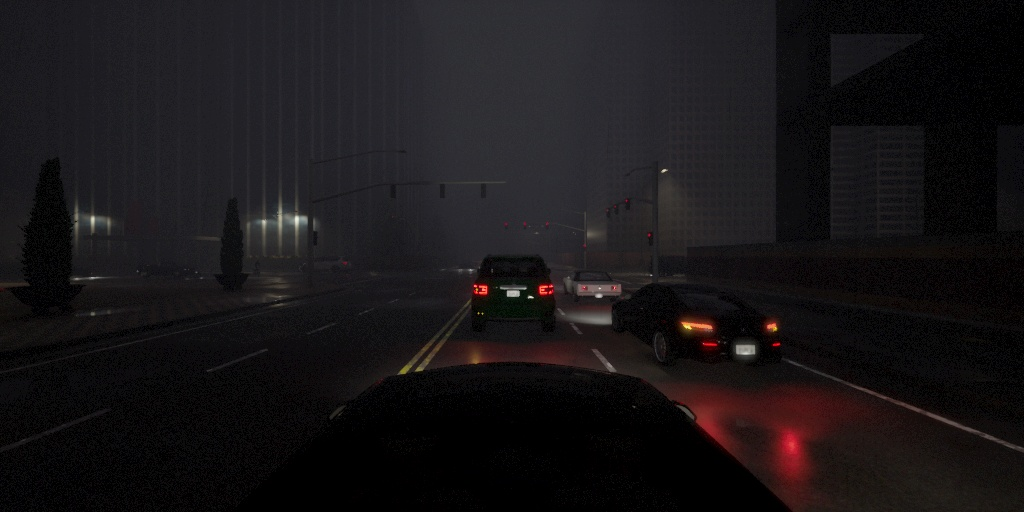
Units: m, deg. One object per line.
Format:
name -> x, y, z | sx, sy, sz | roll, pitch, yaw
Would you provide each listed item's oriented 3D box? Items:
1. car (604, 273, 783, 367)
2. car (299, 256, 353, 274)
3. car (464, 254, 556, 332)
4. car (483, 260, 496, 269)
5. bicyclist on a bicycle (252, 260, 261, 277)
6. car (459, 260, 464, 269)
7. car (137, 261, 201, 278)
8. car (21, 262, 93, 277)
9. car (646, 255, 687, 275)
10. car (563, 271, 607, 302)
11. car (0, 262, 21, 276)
car -> 3.589, 1.276, 7.814 | 1.812, 1.442, 4.674 | 0, 0, 0
car -> -20.725, 0.971, 40.108 | 5.566, 2.045, 2.150 | 0, 0, 2
car -> 0.058, 0.971, 11.057 | 2.150, 2.045, 5.566 | 0, 0, 1
car -> -3.546, 1.351, 57.554 | 1.895, 1.301, 4.718 | 0, 0, 0
bicyclist on a bicycle -> -24.643, 1.203, 34.599 | 0.582, 1.620, 1.656 | 0, 0, -13
car -> -7.052, 1.276, 55.932 | 1.812, 1.442, 4.674 | 0, 0, 0
car -> -31.584, 1.241, 33.080 | 4.902, 1.511, 2.128 | 0, 0, 0
car -> -41.552, 1.314, 33.033 | 4.181, 1.385, 1.994 | 0, 0, 0
car -> 15.635, 0.971, 33.476 | 5.566, 2.045, 2.150 | 0, 0, 0
car -> 3.594, 1.351, 16.975 | 1.895, 1.301, 4.718 | 0, 0, 0
car -> -50.677, 1.314, 36.613 | 4.181, 1.385, 1.994 | 0, 0, 3
